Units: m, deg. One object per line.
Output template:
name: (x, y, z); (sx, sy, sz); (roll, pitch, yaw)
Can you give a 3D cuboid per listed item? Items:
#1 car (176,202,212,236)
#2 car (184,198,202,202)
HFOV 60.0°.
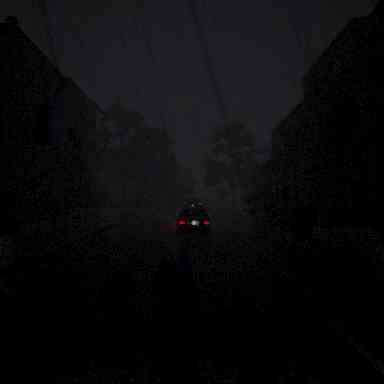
car: (0.093, 1.545, 18.549); (2.033, 1.411, 5.357); (0, 0, -1)
car: (0.110, 1.298, 33.802); (1.994, 1.385, 4.181); (0, -1, 1)
